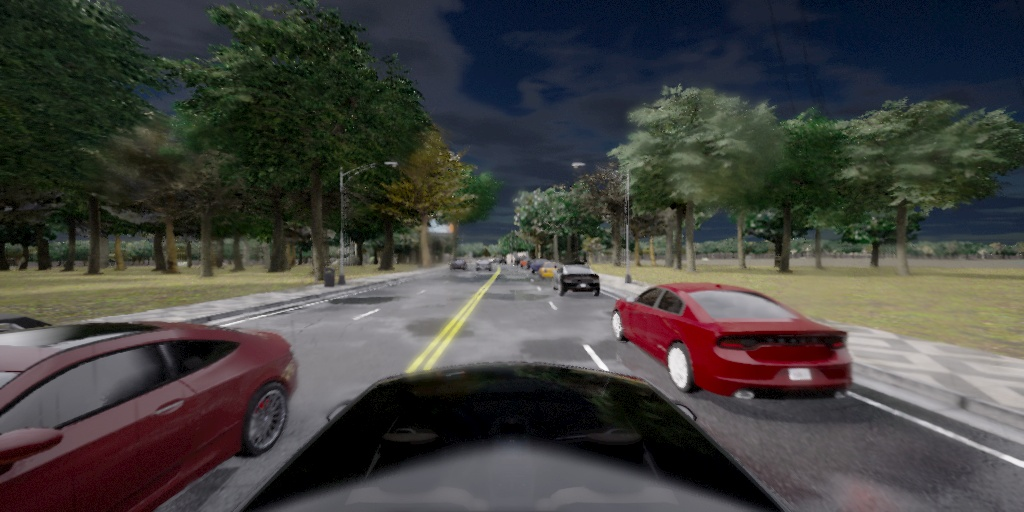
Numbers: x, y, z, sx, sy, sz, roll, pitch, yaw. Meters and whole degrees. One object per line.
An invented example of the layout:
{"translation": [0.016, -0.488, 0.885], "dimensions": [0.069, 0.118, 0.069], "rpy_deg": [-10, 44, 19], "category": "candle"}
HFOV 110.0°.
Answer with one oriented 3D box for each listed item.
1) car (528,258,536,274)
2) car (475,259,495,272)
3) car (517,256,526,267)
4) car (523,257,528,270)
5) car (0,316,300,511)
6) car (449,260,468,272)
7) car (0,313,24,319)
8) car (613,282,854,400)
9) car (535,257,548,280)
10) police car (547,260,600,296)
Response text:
{"translation": [3.232, 1.037, 40.843], "dimensions": [2.097, 1.767, 4.553], "rpy_deg": [0, 0, 0], "category": "car"}
{"translation": [-3.409, 1.211, 44.043], "dimensions": [1.812, 1.442, 4.674], "rpy_deg": [0, 0, -1], "category": "car"}
{"translation": [2.594, 1.064, 63.068], "dimensions": [2.097, 1.767, 4.553], "rpy_deg": [0, 0, -3], "category": "car"}
{"translation": [3.043, 1.194, 51.989], "dimensions": [1.837, 1.490, 4.892], "rpy_deg": [0, 0, -2], "category": "car"}
{"translation": [-3.351, 1.273, 2.334], "dimensions": [1.812, 1.442, 4.674], "rpy_deg": [0, 0, 0], "category": "car"}
{"translation": [-6.669, 1.233, 45.545], "dimensions": [2.033, 1.411, 5.357], "rpy_deg": [0, 0, -1], "category": "car"}
{"translation": [-6.601, 1.343, 3.509], "dimensions": [1.895, 1.301, 4.718], "rpy_deg": [0, 0, 0], "category": "car"}
{"translation": [3.347, 1.211, 6.651], "dimensions": [1.882, 1.535, 5.008], "rpy_deg": [0, 0, 0], "category": "car"}
{"translation": [3.241, 1.146, 30.037], "dimensions": [1.801, 1.575, 5.366], "rpy_deg": [0, 0, 0], "category": "car"}
{"translation": [3.244, 1.127, 18.955], "dimensions": [1.930, 1.638, 5.238], "rpy_deg": [0, 0, 0], "category": "police car"}
